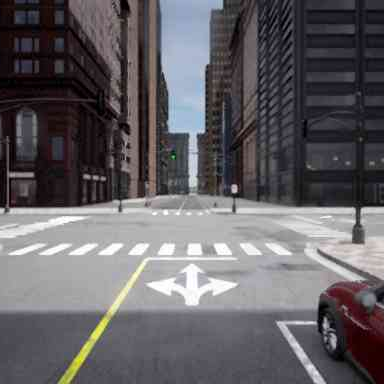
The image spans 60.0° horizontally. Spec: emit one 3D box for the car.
[{"bbox_3d":[2.759,1.431,3.238,1.967,1.590,4.097,0,0,0],"label":"car"}]
